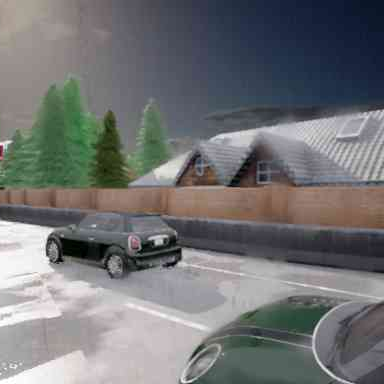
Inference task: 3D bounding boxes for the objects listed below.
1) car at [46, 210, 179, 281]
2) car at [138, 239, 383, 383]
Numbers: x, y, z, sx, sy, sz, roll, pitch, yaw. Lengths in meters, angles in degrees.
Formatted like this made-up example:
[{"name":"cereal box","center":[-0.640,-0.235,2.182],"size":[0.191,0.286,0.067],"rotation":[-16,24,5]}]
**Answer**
[{"name":"car","center":[-2.515,1.332,10.111],"size":[4.553,1.767,2.097],"rotation":[0,0,39]},{"name":"car","center":[2.048,1.348,2.145],"size":[4.553,1.767,2.097],"rotation":[0,0,36]}]
